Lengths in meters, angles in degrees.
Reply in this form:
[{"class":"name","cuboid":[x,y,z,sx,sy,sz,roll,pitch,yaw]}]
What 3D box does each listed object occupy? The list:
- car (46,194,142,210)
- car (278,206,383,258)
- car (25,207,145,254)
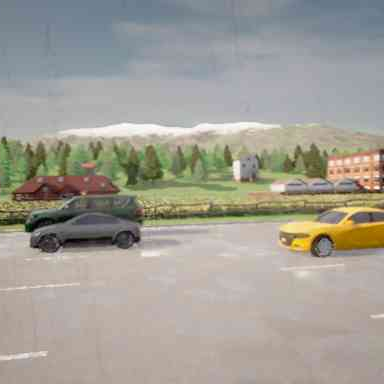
[{"class":"car","cuboid":[-5.178,1.165,16.559,5.566,2.045,2.150,-1,0,-12]},{"class":"car","cuboid":[5.507,1.281,11.684,5.008,1.535,1.882,-1,0,-12]},{"class":"car","cuboid":[-4.101,1.517,13.213,4.181,1.385,1.994,-1,0,-12]}]
